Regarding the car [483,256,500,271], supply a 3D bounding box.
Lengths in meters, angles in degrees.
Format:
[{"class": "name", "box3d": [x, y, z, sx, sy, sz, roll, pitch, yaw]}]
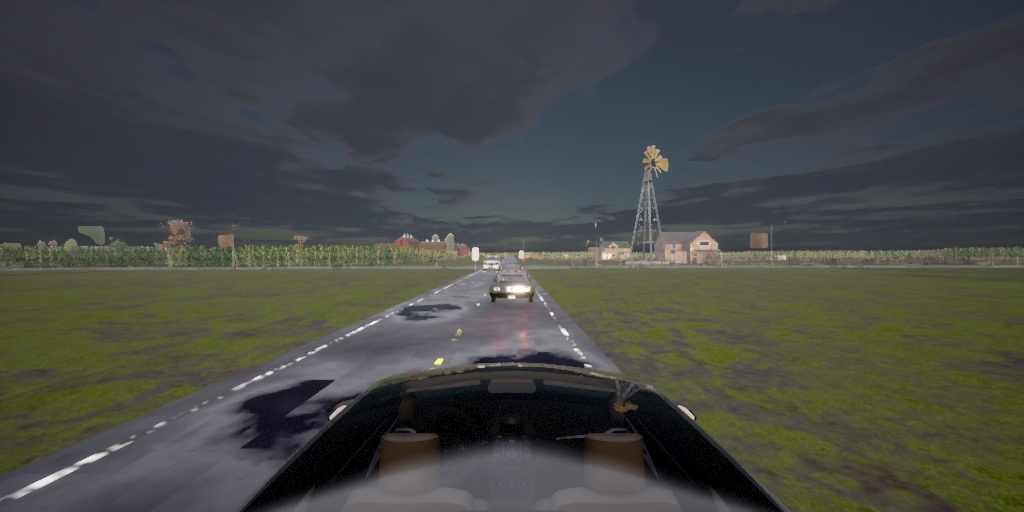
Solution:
[{"class": "car", "box3d": [-2.750, 1.033, 49.474, 2.150, 2.045, 5.566, 0, 0, 0]}]

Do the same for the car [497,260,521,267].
[{"class": "car", "box3d": [0.000, 1.291, 31.504, 2.033, 1.411, 5.357, 0, 0, 0]}]

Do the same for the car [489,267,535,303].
[{"class": "car", "box3d": [0.000, 1.357, 16.533, 1.895, 1.301, 4.718, 0, 0, 0]}]
